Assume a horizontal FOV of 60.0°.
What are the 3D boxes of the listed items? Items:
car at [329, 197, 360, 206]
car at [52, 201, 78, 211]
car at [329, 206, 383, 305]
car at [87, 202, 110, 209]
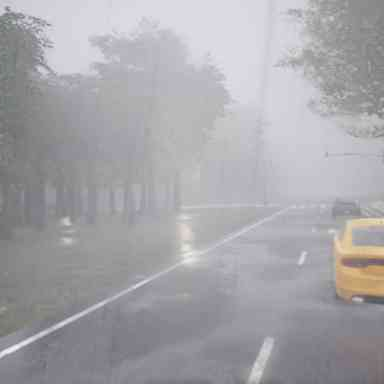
[{"bbox_3d":[11.164,1.100,24.278,2.128,1.511,4.902,-2,0,23],"label":"car"},{"bbox_3d":[-23.302,2.521,61.168,5.566,2.045,2.150,-3,-1,23],"label":"car"},{"bbox_3d":[4.255,1.330,7.637,1.882,1.535,5.008,-2,0,23],"label":"car"},{"bbox_3d":[-17.457,2.566,62.240,4.181,1.385,1.994,-3,-1,23],"label":"car"}]
